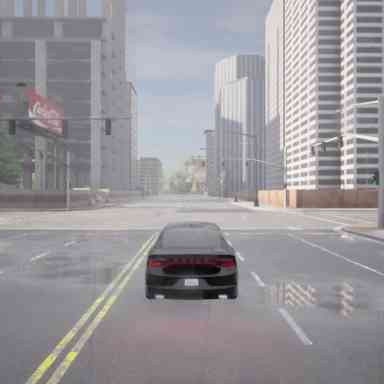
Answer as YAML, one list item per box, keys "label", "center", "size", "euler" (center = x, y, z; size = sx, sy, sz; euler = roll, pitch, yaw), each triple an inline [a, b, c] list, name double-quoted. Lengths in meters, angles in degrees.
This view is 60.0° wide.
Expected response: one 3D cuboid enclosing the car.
- label: "car"
  center: [-0.003, 1.478, 8.464]
  size: [1.882, 1.535, 5.008]
  euler: [0, 0, 0]
